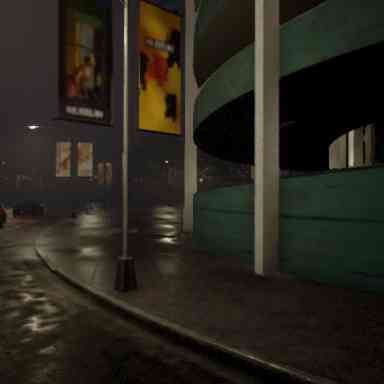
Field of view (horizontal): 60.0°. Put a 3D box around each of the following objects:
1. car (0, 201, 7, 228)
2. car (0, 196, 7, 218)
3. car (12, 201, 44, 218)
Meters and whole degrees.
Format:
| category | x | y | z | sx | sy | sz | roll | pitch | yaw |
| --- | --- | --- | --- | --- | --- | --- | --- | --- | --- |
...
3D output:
| category | x | y | z | sx | sy | sz | roll | pitch | yaw |
| --- | --- | --- | --- | --- | --- | --- | --- | --- | --- |
| car | -12.819 | 1.304 | 19.660 | 2.150 | 2.045 | 5.566 | 0 | -1 | -14 |
| car | -18.666 | 1.349 | 29.766 | 2.150 | 2.045 | 5.566 | 0 | 0 | -12 |
| car | -15.499 | 1.633 | 31.706 | 1.882 | 1.535 | 5.008 | 0 | 0 | -12 |
